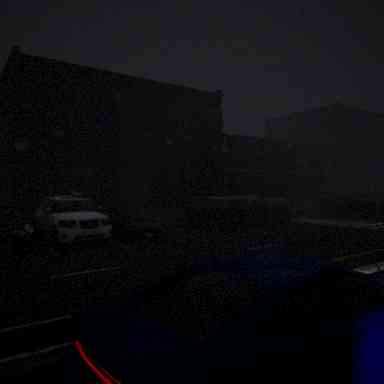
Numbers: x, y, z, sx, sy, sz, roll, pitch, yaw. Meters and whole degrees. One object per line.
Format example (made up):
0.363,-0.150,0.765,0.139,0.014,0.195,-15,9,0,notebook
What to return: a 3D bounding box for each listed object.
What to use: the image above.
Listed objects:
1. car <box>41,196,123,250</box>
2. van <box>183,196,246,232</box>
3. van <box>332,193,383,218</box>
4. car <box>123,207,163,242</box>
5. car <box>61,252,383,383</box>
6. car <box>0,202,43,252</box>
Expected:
-5.512,1.226,15.036,2.435,2.045,5.566,0,0,-36,car
1.126,1.239,19.981,1.878,1.987,4.442,0,0,-36,van
14.701,1.170,29.441,1.878,1.987,4.442,0,0,-36,van
-3.272,1.505,16.644,2.163,1.488,4.792,0,0,-36,car
1.135,1.477,3.940,5.008,1.535,1.882,0,0,-35,car
-7.788,1.353,13.475,2.185,1.767,4.553,0,0,-36,car
